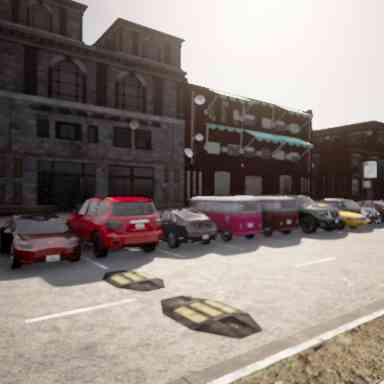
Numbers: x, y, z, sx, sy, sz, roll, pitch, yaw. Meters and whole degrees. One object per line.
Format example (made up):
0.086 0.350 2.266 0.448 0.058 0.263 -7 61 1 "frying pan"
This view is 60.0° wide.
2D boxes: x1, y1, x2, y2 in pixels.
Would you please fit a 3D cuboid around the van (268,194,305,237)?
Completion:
3.500 1.216 18.021 1.878 1.987 4.442 0 0 -35 "van"

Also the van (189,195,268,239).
1.334 1.228 16.488 1.878 1.987 4.442 0 0 -35 "van"

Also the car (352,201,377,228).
8.309 1.410 21.066 1.946 1.575 5.366 0 0 -35 "car"

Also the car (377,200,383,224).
10.348 1.271 22.781 2.185 1.767 4.553 0 0 -35 "car"

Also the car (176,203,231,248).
-0.864 1.464 14.778 2.231 1.521 4.892 -1 0 -35 "car"

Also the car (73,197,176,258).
-3.253 1.220 13.132 2.435 2.045 5.566 0 0 -35 "car"

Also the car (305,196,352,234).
5.949 1.176 19.580 2.435 2.045 5.566 0 0 -35 "car"

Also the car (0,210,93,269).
-5.387 1.507 11.555 2.163 1.488 4.792 0 0 -35 "car"
